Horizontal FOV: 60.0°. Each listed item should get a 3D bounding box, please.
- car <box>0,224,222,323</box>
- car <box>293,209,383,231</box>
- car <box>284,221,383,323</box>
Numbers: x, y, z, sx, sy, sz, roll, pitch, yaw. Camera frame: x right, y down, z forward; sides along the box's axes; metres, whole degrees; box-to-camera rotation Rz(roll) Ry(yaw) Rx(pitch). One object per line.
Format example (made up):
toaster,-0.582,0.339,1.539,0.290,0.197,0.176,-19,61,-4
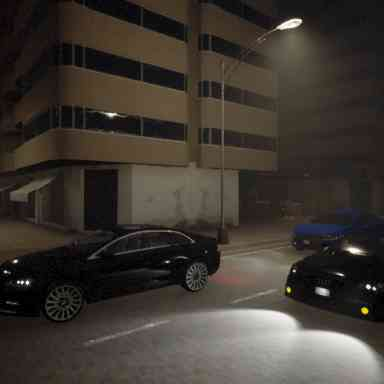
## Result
car,-1.548,1.492,7.289,4.902,1.511,2.128,0,0,-37
car,5.947,1.478,13.113,5.008,1.535,1.882,0,0,-38
car,3.853,1.564,7.043,4.181,1.385,1.994,0,0,-38
